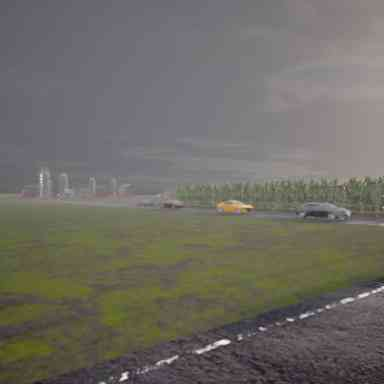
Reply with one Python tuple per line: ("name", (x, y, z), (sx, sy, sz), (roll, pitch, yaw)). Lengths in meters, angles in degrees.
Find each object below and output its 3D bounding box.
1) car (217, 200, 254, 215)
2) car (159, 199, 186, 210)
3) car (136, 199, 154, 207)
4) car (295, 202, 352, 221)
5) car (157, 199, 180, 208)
("car", (4.943, 1.721, 38.141), (1.882, 1.535, 5.008), (0, 0, -34))
("car", (-2.757, 1.843, 49.531), (1.882, 1.535, 5.008), (0, 0, -33))
("car", (-9.078, 2.077, 63.884), (1.994, 1.385, 4.181), (0, -1, -34))
("car", (11.263, 1.636, 28.833), (2.128, 1.511, 4.902), (0, -1, -34))
("car", (-4.038, 1.998, 56.568), (1.994, 1.385, 4.181), (0, -1, -34))
